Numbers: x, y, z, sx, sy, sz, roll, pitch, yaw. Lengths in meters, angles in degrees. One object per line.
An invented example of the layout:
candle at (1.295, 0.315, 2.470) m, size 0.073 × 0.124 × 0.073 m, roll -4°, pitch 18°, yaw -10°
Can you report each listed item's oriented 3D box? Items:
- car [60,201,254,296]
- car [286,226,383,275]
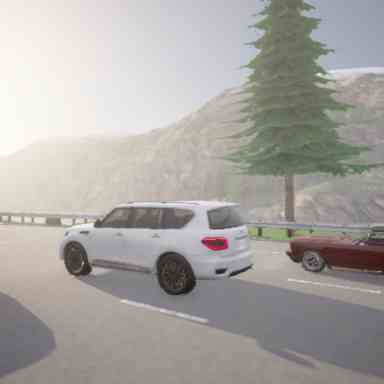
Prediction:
car at (-1.121, 1.257, 8.931) m, size 5.566 × 2.045 × 2.150 m, roll -1°, pitch 0°, yaw 33°
car at (5.060, 1.574, 8.968) m, size 4.718 × 1.301 × 1.895 m, roll -1°, pitch 0°, yaw 35°
